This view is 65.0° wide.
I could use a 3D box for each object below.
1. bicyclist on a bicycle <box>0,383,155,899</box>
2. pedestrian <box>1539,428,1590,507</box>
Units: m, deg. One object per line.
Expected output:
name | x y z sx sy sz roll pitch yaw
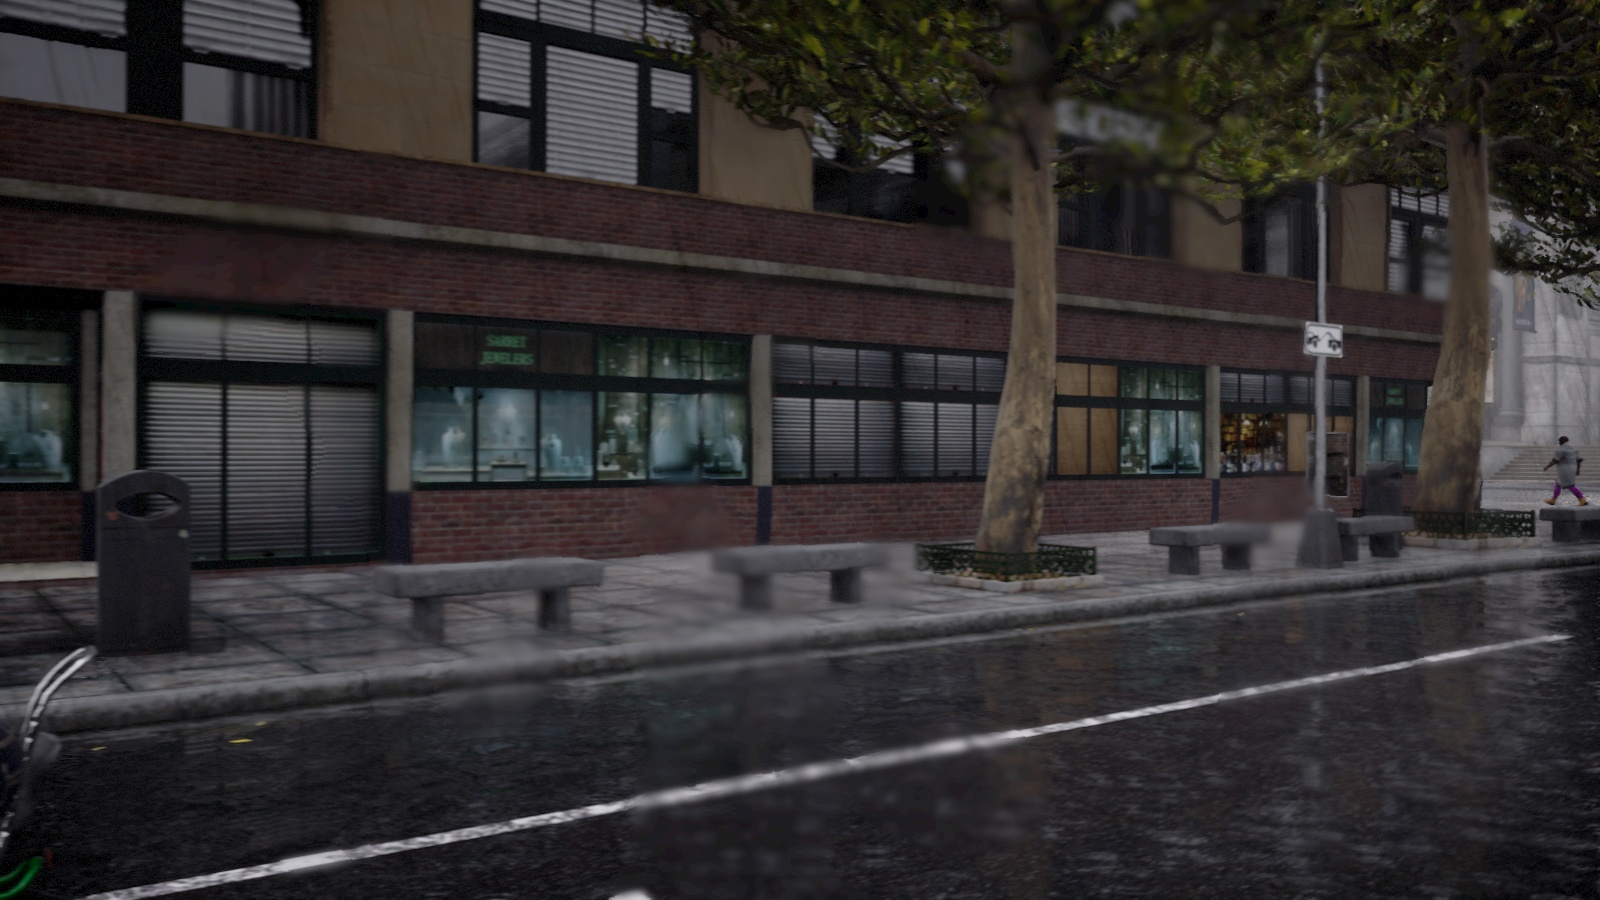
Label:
bicyclist on a bicycle | -2.055 0.692 2.244 1.509 1.612 0.866 0 0 -34
pedestrian | 19.344 0.440 31.780 0.659 1.952 0.873 0 0 -29
